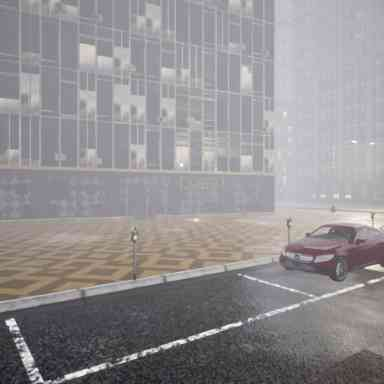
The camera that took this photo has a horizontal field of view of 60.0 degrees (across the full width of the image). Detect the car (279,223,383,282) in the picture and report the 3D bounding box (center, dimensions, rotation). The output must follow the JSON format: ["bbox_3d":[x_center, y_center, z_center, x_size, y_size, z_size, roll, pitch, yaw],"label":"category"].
[{"bbox_3d":[4.361,1.579,9.684,4.206,1.307,1.802,0,0,-36],"label":"car"}]
